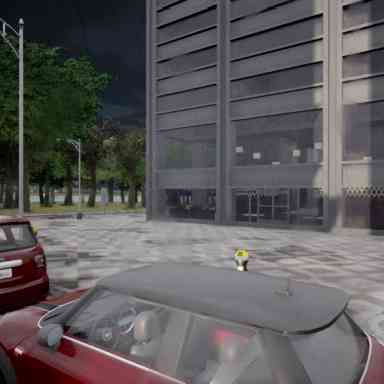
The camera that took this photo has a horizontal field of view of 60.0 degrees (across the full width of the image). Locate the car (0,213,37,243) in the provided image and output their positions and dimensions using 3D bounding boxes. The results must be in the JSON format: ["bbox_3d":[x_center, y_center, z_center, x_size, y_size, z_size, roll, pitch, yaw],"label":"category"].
[{"bbox_3d":[-4.780,1.315,6.367,5.009,1.841,2.192,0,0,35],"label":"car"}]

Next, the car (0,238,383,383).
[{"bbox_3d":[-0.351,1.440,3.212,4.097,1.590,1.967,0,0,35],"label":"car"}]
